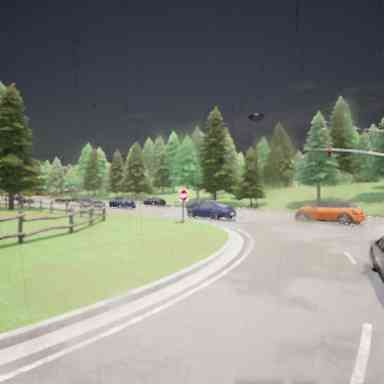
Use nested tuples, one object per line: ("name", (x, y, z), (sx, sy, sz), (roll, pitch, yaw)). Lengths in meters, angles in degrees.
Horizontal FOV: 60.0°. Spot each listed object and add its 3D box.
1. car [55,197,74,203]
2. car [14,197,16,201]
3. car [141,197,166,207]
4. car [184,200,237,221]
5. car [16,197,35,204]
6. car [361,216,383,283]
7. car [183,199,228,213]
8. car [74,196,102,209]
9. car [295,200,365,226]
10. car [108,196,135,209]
("car", (-27.433, 1.637, 70.580), (1.895, 1.301, 4.718), (0, 0, -42))
("car", (-43.659, 1.548, 83.487), (1.837, 1.490, 4.892), (0, 0, -42))
("car", (-6.061, 1.537, 52.062), (1.837, 1.490, 4.892), (0, 0, -42))
("car", (1.629, 1.543, 27.694), (1.812, 1.442, 4.674), (0, 0, -42))
("car", (-32.892, 1.634, 66.188), (1.895, 1.301, 4.718), (0, 0, -42))
("car", (5.303, 1.553, 7.613), (2.033, 1.411, 5.357), (0, 0, 23))
("car", (1.447, 1.572, 38.406), (2.033, 1.411, 5.357), (0, 0, -42))
("car", (-13.766, 1.553, 44.926), (1.812, 1.442, 4.674), (0, 0, -42))
("car", (9.766, 1.368, 23.844), (2.097, 1.767, 4.553), (0, 0, -42))
("car", (-9.709, 1.380, 45.639), (2.097, 1.767, 4.553), (0, 0, -42))
